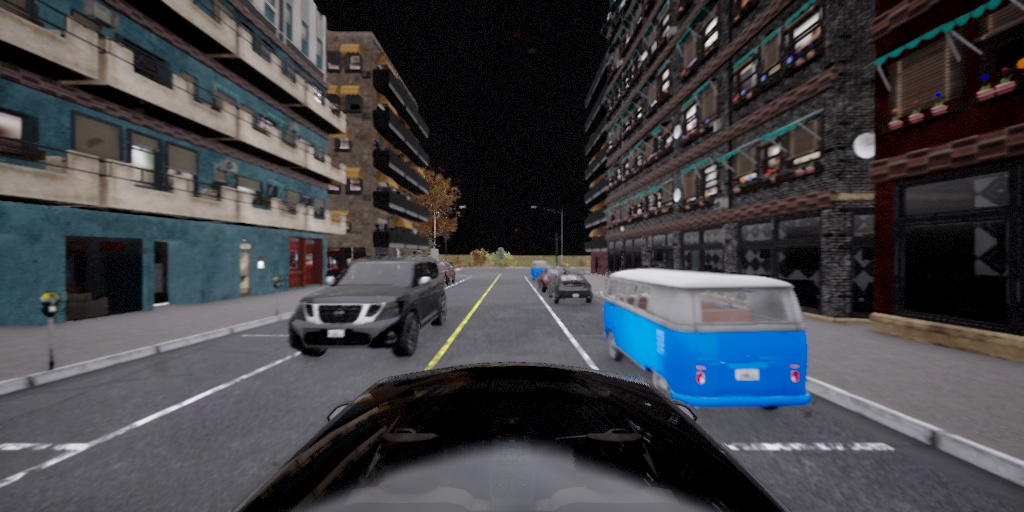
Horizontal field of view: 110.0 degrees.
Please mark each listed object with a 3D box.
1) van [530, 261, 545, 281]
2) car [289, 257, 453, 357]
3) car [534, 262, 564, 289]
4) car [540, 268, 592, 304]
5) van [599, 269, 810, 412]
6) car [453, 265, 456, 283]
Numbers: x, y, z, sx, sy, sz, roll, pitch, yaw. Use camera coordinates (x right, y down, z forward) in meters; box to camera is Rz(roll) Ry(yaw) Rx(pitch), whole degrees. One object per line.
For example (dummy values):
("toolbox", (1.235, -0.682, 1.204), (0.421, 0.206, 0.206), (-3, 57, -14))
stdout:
("van", (2.672, 1.385, 34.250), (1.690, 1.789, 3.998), (0, 0, 0))
("car", (-3.104, 1.040, 9.091), (2.150, 2.045, 5.566), (0, -1, 0))
("car", (2.678, 1.385, 22.922), (1.967, 1.591, 4.097), (0, 0, 0))
("car", (2.681, 1.445, 17.257), (2.007, 1.370, 4.403), (0, 0, 0))
("van", (2.687, 1.131, 5.926), (1.690, 1.789, 3.998), (0, 0, 0))
("car", (-5.706, 1.308, 28.533), (2.192, 1.841, 5.009), (0, 0, 0))
